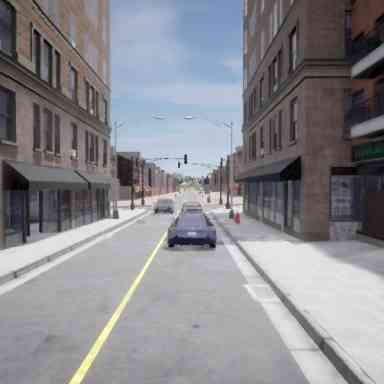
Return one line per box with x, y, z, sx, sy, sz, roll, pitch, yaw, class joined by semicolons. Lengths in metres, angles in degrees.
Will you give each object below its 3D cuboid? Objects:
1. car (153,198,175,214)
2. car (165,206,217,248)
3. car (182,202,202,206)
-2.750;1.429;33.649;1.837;1.490;4.892;0;0;0;car
0.000;1.544;14.651;1.994;1.385;4.181;0;0;0;car
0.000;1.513;29.680;1.895;1.301;4.718;0;0;0;car
